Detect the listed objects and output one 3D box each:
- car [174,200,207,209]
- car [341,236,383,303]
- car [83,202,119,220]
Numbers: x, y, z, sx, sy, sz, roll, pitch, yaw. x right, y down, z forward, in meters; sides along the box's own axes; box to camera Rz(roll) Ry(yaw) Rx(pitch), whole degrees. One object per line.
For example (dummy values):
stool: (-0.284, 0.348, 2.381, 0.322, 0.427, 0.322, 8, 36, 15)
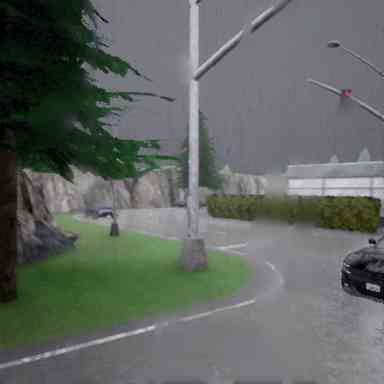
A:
car: (-0.088, 1.690, 49.398, 5.357, 1.411, 2.033, 0, 0, -40)
car: (5.435, 1.524, 7.640, 5.008, 1.535, 1.882, 0, 0, -35)
car: (-8.074, 1.596, 29.001, 2.033, 1.411, 5.357, 0, 0, -32)
